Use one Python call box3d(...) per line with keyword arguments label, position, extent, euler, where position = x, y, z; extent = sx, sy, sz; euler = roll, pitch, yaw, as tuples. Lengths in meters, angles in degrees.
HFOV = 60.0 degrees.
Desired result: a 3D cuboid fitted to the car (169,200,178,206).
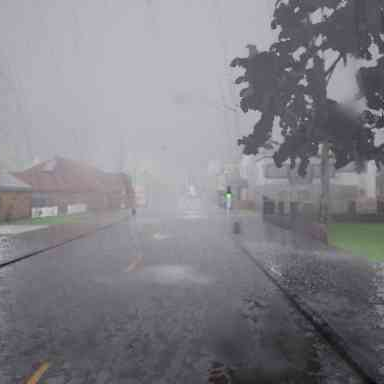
box3d(label="car", position=(-4.002, 2.530, 73.156), extent=(2.128, 1.511, 4.902), euler=(0, -1, 0))
